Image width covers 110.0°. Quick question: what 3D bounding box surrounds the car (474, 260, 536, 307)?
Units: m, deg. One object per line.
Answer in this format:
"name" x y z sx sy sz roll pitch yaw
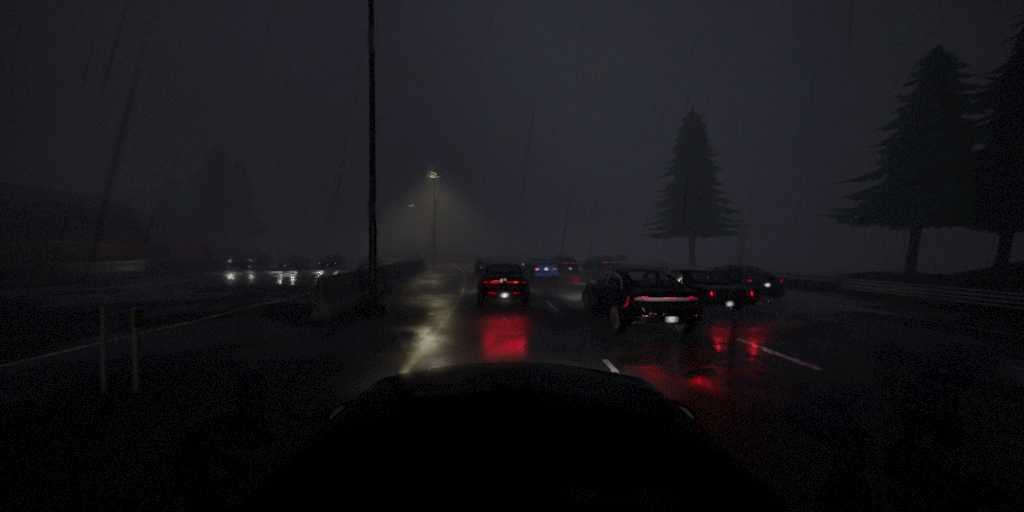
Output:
"car" -0.388 1.025 14.036 1.837 1.490 4.892 0 0 -4

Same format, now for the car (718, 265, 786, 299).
"car" 9.978 1.077 16.190 1.994 1.385 4.181 0 1 -4

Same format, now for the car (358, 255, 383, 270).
"car" -14.420 0.614 36.865 2.033 1.411 5.357 0 1 -13

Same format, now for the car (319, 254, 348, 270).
"car" -17.857 0.578 36.039 1.837 1.490 4.892 0 1 -13

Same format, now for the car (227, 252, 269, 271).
"car" -24.507 0.449 33.677 2.097 1.767 4.553 0 1 -12

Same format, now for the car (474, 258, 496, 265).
"car" -2.039 0.850 28.801 1.895 1.301 4.718 0 1 -9

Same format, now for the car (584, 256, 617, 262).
"car" 7.955 0.699 32.674 2.128 1.511 4.902 0 1 -9

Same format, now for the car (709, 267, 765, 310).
"car" 6.675 1.156 13.397 1.895 1.301 4.718 0 1 -3

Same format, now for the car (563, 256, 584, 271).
"car" 4.481 0.712 32.204 1.837 1.490 4.892 0 2 -9

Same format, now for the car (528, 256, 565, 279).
"car" 1.916 0.860 25.922 2.033 1.411 5.357 0 1 -7

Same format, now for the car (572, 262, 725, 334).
"car" 3.331 1.099 10.070 2.128 1.511 4.902 0 1 -2

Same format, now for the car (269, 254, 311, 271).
"car" -21.222 0.572 35.069 2.128 1.511 4.902 0 1 -13
